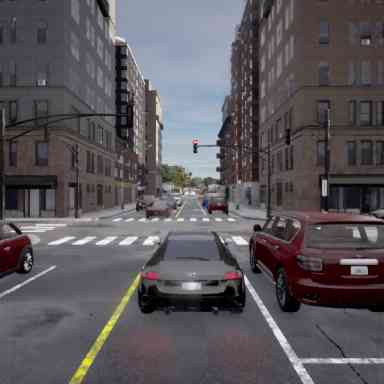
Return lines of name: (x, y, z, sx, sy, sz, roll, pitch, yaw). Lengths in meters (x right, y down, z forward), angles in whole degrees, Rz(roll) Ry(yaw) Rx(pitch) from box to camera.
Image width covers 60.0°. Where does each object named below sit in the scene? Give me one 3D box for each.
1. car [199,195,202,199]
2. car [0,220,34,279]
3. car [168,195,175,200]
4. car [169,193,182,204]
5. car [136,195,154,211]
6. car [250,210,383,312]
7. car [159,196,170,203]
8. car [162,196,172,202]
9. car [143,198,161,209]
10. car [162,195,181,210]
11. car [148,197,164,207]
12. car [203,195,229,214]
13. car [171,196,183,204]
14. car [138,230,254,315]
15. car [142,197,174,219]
car: (2.615, 1.312, 51.185, 2.192, 1.841, 5.009, 0, 0, 0)
car: (-5.397, 1.440, 7.605, 1.967, 1.590, 4.097, 0, 0, 0)
car: (-5.526, 1.575, 89.698, 1.802, 1.307, 4.206, 0, 0, 0)
car: (-2.843, 1.218, 53.125, 2.150, 2.045, 5.566, 0, 0, 1)
car: (-5.475, 1.313, 40.164, 2.192, 1.841, 5.009, 0, 0, 0)
car: (2.628, 1.315, 7.617, 2.192, 1.841, 5.009, 0, 0, 0)
car: (-5.503, 1.540, 67.683, 1.887, 1.381, 4.507, 0, 0, 0)
car: (-5.509, 1.539, 73.186, 1.887, 1.381, 4.507, 0, 0, 0)
car: (-5.480, 1.563, 45.668, 1.947, 1.339, 4.313, 0, 0, 0)
car: (-2.893, 1.490, 42.147, 2.128, 1.511, 4.902, 0, 0, 0)
car: (-5.486, 1.548, 51.172, 2.008, 1.369, 4.403, 0, 0, 0)
car: (2.652, 1.313, 34.673, 2.192, 1.841, 5.009, 0, 0, 0)
car: (-2.847, 1.560, 63.185, 1.994, 1.385, 4.181, 0, 0, 1)
car: (0.014, 1.564, 7.640, 1.994, 1.385, 4.181, 0, 0, 1)
car: (-2.889, 1.477, 29.271, 1.882, 1.535, 5.008, 0, 0, 0)
